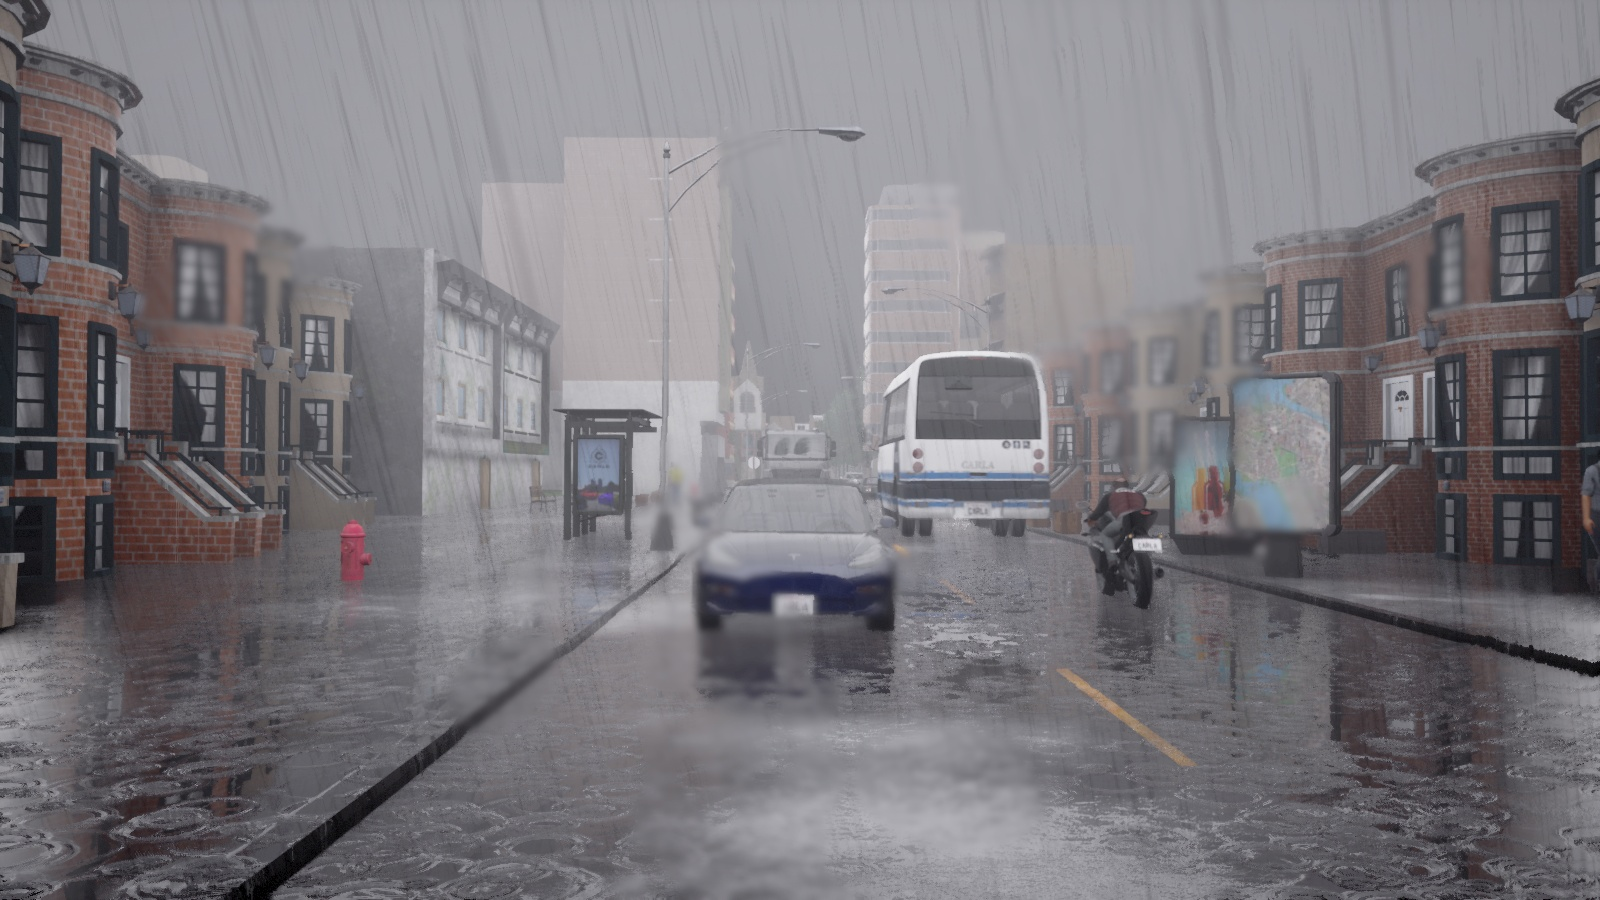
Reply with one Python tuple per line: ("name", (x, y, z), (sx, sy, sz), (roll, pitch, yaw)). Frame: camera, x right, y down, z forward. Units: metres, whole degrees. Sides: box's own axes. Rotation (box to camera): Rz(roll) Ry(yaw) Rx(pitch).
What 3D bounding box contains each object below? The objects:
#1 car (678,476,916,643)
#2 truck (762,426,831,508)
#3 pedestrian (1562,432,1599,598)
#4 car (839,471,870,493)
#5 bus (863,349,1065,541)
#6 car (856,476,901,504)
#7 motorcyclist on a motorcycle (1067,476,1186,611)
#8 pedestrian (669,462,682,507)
("car", (-0.036, 1.047, 13.841), (2.163, 1.488, 4.792), (0, -1, 0))
("truck", (-0.158, 0.786, 56.861), (2.891, 3.462, 7.936), (0, -1, 0))
("pedestrian", (9.116, 0.725, 14.167), (0.540, 1.848, 0.694), (0, -1, -9))
("car", (3.719, 2.215, 86.531), (1.970, 1.475, 3.806), (0, -1, 0))
("bus", (3.910, -0.023, 33.107), (3.944, 4.253, 10.273), (0, -1, 0))
("car", (3.826, 1.932, 61.605), (1.895, 1.301, 4.718), (0, -1, 0))
("motorcyclist on a motorcycle", (3.960, 1.092, 15.426), (0.866, 1.530, 2.191), (0, -1, 0))
("pedestrian", (-5.124, 1.411, 51.714), (0.354, 1.836, 0.706), (0, -1, -24))
